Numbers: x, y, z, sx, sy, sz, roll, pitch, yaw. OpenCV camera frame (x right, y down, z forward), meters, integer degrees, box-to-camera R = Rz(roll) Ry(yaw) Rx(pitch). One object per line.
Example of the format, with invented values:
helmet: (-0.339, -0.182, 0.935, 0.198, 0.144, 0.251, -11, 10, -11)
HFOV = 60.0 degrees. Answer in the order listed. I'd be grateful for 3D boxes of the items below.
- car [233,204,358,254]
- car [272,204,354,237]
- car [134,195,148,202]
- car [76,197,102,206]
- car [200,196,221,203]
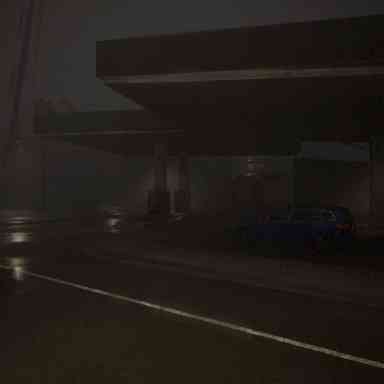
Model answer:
car: (3.886, 1.295, 12.999, 4.611, 1.667, 2.242, 0, 0, 35)
car: (6.567, 1.456, 18.137, 3.806, 1.475, 1.970, 0, 0, 35)
car: (-10.775, 1.500, 75.693, 4.892, 1.490, 1.837, 0, 0, -27)
car: (-17.329, 1.564, 55.987, 1.994, 1.385, 4.181, 0, 0, 38)
car: (3.683, 1.564, 66.117, 4.181, 1.385, 1.994, 0, 0, -11)
